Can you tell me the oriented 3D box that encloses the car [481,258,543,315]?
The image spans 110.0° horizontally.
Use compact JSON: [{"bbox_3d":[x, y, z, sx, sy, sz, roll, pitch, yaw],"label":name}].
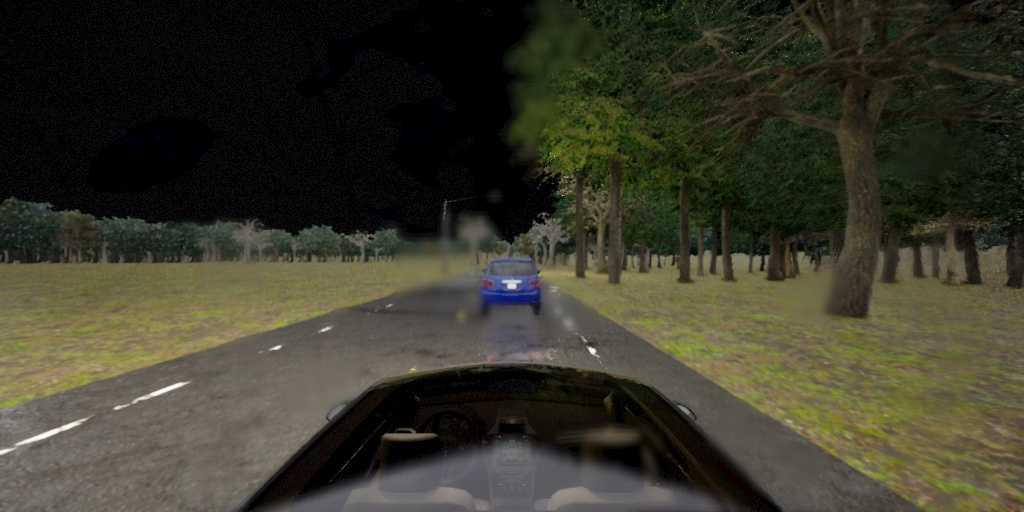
[{"bbox_3d":[0.004,1.092,14.438,2.150,2.045,5.566,0,0,0],"label":"car"}]
